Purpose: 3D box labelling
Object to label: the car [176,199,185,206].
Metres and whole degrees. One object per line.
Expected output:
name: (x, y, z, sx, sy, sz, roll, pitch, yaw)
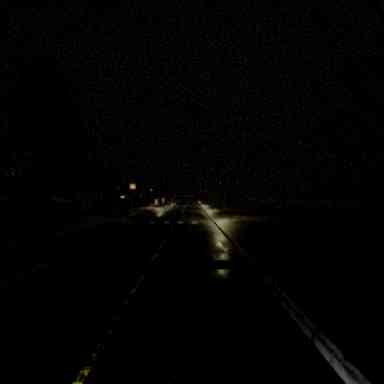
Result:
car: (-2.754, 2.488, 79.356, 2.033, 1.411, 5.357, 0, -1, 0)
